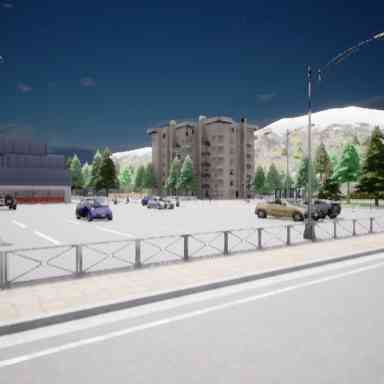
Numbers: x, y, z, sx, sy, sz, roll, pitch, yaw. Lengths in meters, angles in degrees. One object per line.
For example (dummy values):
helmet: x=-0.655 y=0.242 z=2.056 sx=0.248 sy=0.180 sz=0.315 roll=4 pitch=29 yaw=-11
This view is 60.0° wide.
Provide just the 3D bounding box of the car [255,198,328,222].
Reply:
car: x=7.008 y=1.296 z=24.762 sx=2.152 sy=1.636 sz=5.027 roll=0 pitch=0 yaw=-36

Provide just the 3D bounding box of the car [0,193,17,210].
car: x=-20.876 y=1.058 z=36.970 sx=1.932 sy=1.855 sz=4.605 roll=0 pitch=0 yaw=-36

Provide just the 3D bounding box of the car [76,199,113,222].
car: x=-7.088 y=1.283 z=24.046 sx=1.845 sy=1.501 sz=3.633 roll=0 pitch=0 yaw=-36

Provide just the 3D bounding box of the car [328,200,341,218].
car: x=9.520 y=1.305 z=26.641 sx=2.007 sy=1.523 sz=4.514 roll=0 pitch=0 yaw=-36

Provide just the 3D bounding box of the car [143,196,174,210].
car: x=-3.802 y=1.348 z=39.979 sx=1.970 sy=1.475 sz=3.806 roll=0 pitch=0 yaw=-36
